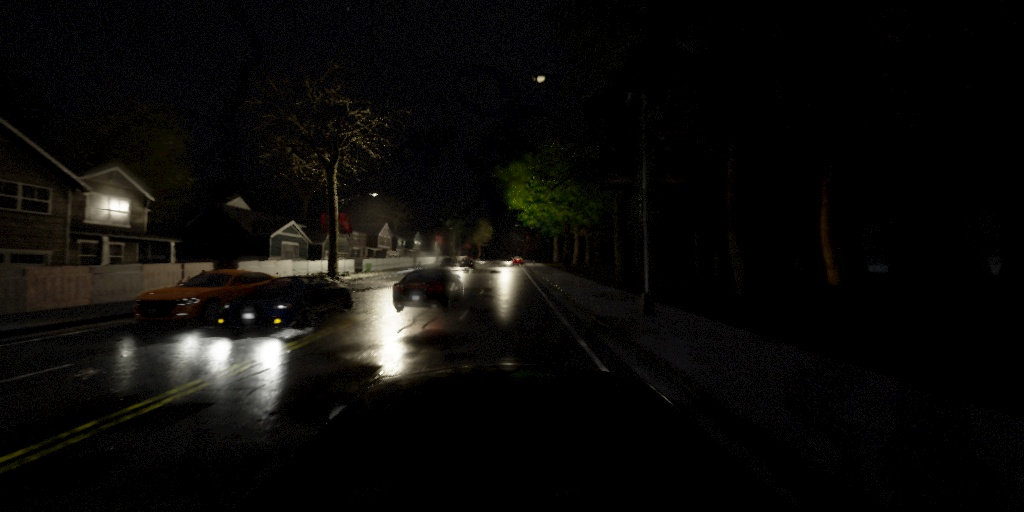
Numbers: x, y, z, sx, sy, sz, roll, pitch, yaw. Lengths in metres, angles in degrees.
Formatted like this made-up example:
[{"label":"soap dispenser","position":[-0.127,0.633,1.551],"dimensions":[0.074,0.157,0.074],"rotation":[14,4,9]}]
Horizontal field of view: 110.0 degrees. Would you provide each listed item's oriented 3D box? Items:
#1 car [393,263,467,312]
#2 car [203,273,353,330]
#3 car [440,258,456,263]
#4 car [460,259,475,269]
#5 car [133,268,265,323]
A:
[{"label":"car","position":[-3.151,1.223,14.236],"dimensions":[1.882,1.535,5.008],"rotation":[0,0,0]},{"label":"car","position":[-6.600,1.314,10.975],"dimensions":[1.994,1.385,4.181],"rotation":[0,0,0]},{"label":"car","position":[-9.808,1.074,55.048],"dimensions":[1.837,1.490,4.892],"rotation":[0,1,1]},{"label":"car","position":[-6.569,1.125,53.501],"dimensions":[2.033,1.411,5.357],"rotation":[0,0,1]},{"label":"car","position":[-9.851,1.226,12.324],"dimensions":[1.882,1.535,5.008],"rotation":[0,0,0]}]
